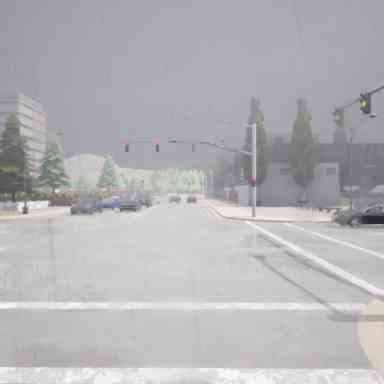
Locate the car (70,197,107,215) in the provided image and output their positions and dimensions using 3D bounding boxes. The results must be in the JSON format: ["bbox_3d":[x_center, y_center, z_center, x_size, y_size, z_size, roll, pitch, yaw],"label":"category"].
[{"bbox_3d":[-10.675,1.350,33.973,2.097,1.767,4.553,0,0,2],"label":"car"}]

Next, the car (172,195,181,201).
[{"bbox_3d":[-3.540,1.402,76.841,1.994,1.385,4.181,0,0,0],"label":"car"}]

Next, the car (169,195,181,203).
[{"bbox_3d":[-3.534,1.500,66.471,1.837,1.490,4.892,0,0,0],"label":"car"}]

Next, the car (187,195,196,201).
[{"bbox_3d":[-0.040,1.402,76.843,1.994,1.385,4.181,0,0,0],"label":"car"}]

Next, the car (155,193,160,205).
[{"bbox_3d":[-7.086,1.218,60.693,2.150,2.045,5.566,0,0,0],"label":"car"}]

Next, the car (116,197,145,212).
[{"bbox_3d":[-7.104,1.598,38.665,1.895,1.301,4.718,0,0,0],"label":"car"}]

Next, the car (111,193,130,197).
[{"bbox_3d":[-10.612,1.348,51.624,2.097,1.767,4.553,0,0,0],"label":"car"}]

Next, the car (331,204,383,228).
[{"bbox_3d":[11.537,1.490,21.338,4.902,1.511,2.128,0,0,-1],"label":"car"}]

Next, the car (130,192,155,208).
[{"bbox_3d":[-7.100,1.218,48.403,2.150,2.045,5.566,0,0,0],"label":"car"}]

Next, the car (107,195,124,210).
[{"bbox_3d":[-10.613,1.475,43.108,1.882,1.535,5.008,0,0,0],"label":"car"}]

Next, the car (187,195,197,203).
[{"bbox_3d":[-0.034,1.473,66.473,1.882,1.535,5.008,0,0,0],"label":"car"}]

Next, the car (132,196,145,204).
[{"bbox_3d":[-10.561,1.559,65.757,1.994,1.385,4.181,0,0,0],"label":"car"}]
